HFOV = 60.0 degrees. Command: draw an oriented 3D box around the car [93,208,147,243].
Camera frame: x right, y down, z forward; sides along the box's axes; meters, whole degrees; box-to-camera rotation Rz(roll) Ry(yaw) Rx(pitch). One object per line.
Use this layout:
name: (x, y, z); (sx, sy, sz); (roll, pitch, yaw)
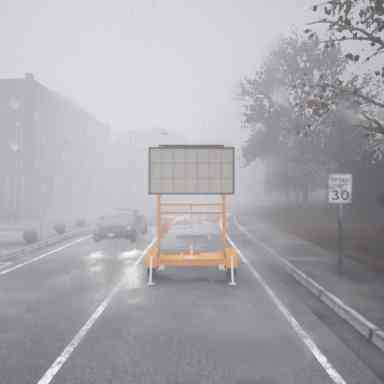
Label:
car: (-3.351, 1.530, 16.269); (1.812, 1.442, 4.674); (0, 0, 1)

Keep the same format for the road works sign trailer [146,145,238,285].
road works sign trailer: (-0.013, 0.467, 9.471); (2.380, 3.560, 2.880); (0, 0, 0)
